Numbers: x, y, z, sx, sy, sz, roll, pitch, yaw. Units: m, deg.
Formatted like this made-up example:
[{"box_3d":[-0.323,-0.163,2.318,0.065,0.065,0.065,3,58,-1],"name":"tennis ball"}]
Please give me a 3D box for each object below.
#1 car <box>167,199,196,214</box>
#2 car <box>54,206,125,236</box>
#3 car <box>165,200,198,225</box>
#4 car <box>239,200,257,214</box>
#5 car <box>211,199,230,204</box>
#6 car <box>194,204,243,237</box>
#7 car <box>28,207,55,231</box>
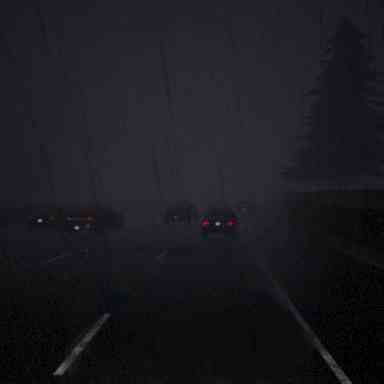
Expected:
[{"box_3d":[-1.096,1.632,38.153,1.882,1.535,5.008,0,0,16],"name":"car"},{"box_3d":[-5.349,1.563,18.882,2.128,1.511,4.902,0,0,8],"name":"car"},{"box_3d":[-0.658,1.580,25.407,1.882,1.535,5.008,0,0,11],"name":"car"},{"box_3d":[6.436,1.669,38.817,1.837,1.490,4.892,0,-1,18],"name":"car"},{"box_3d":[3.605,1.665,41.390,2.128,1.511,4.902,0,0,18],"name":"car"},{"box_3d":[1.654,1.626,18.768,2.033,1.411,5.357,0,0,9],"name":"car"},{"box_3d":[-8.517,1.641,21.294,1.994,1.385,4.181,0,0,9],"name":"car"}]
